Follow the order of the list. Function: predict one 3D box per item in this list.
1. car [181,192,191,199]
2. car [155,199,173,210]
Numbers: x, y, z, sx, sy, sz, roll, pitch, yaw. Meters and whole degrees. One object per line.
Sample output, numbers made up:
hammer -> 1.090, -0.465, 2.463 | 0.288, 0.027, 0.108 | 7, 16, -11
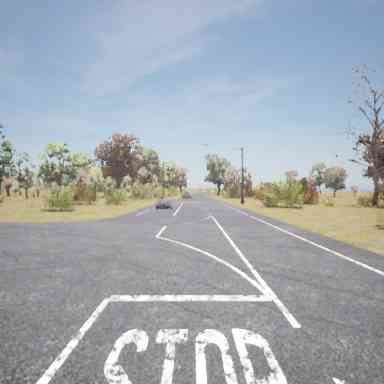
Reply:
car -> -1.739, 1.014, 95.273 | 2.150, 2.045, 5.566 | 0, 0, 7
car -> -3.464, 1.503, 41.427 | 1.994, 1.385, 4.181 | 0, 0, 0
